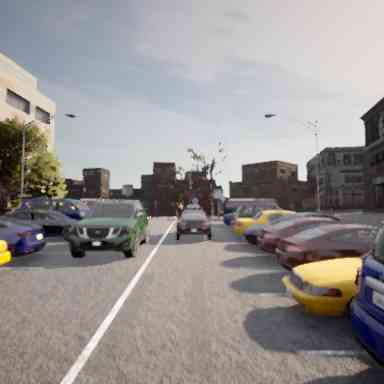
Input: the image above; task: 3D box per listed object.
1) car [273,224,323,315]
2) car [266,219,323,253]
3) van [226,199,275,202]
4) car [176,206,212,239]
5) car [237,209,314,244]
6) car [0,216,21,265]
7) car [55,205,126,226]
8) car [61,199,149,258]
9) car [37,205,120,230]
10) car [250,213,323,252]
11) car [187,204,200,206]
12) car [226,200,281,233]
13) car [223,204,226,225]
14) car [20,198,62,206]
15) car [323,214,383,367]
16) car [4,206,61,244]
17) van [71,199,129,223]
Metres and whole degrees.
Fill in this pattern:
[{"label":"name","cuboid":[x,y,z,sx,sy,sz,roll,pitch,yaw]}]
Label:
[{"label":"car","cuboid":[4.493,1.536,6.238,5.366,1.575,1.946,0,-1,0]},{"label":"car","cuboid":[4.676,1.605,9.154,4.674,1.452,2.002,0,-1,0]},{"label":"van","cuboid":[4.792,1.520,25.888,4.442,1.987,1.878,0,-1,0]},{"label":"car","cuboid":[0.090,1.694,18.263,1.812,1.442,4.674,0,-1,0]},{"label":"car","cuboid":[4.648,1.645,14.610,4.792,1.488,2.163,0,-1,0]},{"label":"car","cuboid":[-7.837,1.559,8.881,5.366,1.575,1.946,0,-1,0]},{"label":"car","cuboid":[-7.684,1.770,25.620,4.792,1.488,2.163,0,-1,0]},{"label":"car","cuboid":[-3.101,1.347,13.596,2.150,2.045,5.566,0,-1,0]},{"label":"car","cuboid":[-7.653,1.693,22.789,5.008,1.535,2.097,0,-1,0]},{"label":"car","cuboid":[4.675,1.630,11.820,4.674,1.452,2.002,0,-1,0]},{"label":"car","cuboid":[0.170,2.040,34.794,1.882,1.535,5.008,0,-3,2]},{"label":"car","cuboid":[4.645,1.542,20.321,4.553,1.767,2.185,0,-1,0]},{"label":"car","cuboid":[4.681,1.698,23.110,5.008,1.535,2.097,0,-1,0]},{"label":"car","cuboid":[-7.625,1.413,20.057,5.566,2.045,2.435,0,-1,0]},{"label":"car","cuboid":[4.708,1.263,3.575,5.566,2.045,2.435,0,-1,0]},{"label":"car","cuboid":[-7.624,1.669,17.261,4.792,1.488,2.163,0,-1,0]},{"label":"van","cuboid":[-7.772,1.582,28.411,4.442,1.987,1.878,0,-1,0]}]
